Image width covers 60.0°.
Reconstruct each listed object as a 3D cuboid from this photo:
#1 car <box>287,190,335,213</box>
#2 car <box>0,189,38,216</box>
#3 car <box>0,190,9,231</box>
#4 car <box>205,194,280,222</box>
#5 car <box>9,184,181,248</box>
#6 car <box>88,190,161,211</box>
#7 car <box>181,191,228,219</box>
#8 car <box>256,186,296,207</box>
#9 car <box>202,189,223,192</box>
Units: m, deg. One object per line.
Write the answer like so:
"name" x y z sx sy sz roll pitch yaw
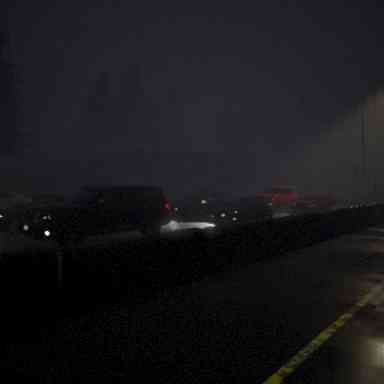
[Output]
"car" 10.008 0.895 27.043 1.882 1.535 5.008 3 3 42
"car" -11.510 0.582 18.813 1.812 1.442 4.674 3 2 42
"car" -6.222 0.850 14.232 2.128 1.511 4.902 3 2 42
"car" 3.013 1.052 19.287 1.994 1.385 4.181 3 2 42
"car" -3.259 0.730 12.284 2.150 2.045 5.566 3 2 42
"car" -5.111 0.584 25.952 2.033 1.411 5.357 3 2 42
"car" 0.284 0.885 21.490 2.033 1.411 5.357 3 2 42
"car" 7.404 0.488 29.360 2.150 2.045 5.566 3 3 42
"car" 1.776 0.461 33.580 2.128 1.511 4.902 3 3 42
